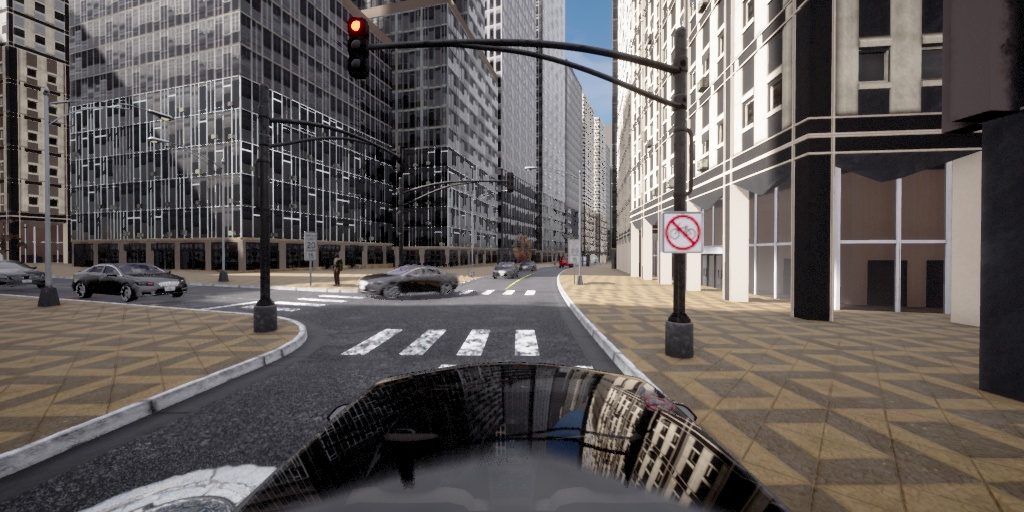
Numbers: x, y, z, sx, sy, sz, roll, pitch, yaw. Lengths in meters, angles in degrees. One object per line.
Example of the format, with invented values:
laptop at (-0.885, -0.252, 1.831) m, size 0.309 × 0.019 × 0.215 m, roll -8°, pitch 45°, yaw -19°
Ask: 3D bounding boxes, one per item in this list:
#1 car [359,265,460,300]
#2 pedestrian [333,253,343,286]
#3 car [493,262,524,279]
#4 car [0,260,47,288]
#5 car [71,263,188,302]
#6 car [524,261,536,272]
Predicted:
car at (-4.846, 1.201, 17.542) m, size 4.902 × 1.511 × 2.128 m, roll 3°, pitch 0°, yaw -45°
pedestrian at (-9.518, 0.716, 19.477) m, size 0.375 × 1.860 × 0.375 m, roll 0°, pitch 0°, yaw 16°
car at (-0.512, 1.291, 32.766) m, size 2.128 × 1.511 × 4.902 m, roll 0°, pitch 0°, yaw 8°
car at (-25.926, 0.941, 18.180) m, size 4.674 × 1.442 × 1.812 m, roll 1°, pitch 1°, yaw 17°
car at (-16.366, 1.043, 15.381) m, size 4.902 × 1.511 × 2.128 m, roll 1°, pitch 1°, yaw 16°
car at (2.130, 1.362, 48.074) m, size 2.128 × 1.511 × 4.902 m, roll 0°, pitch 0°, yaw 12°
